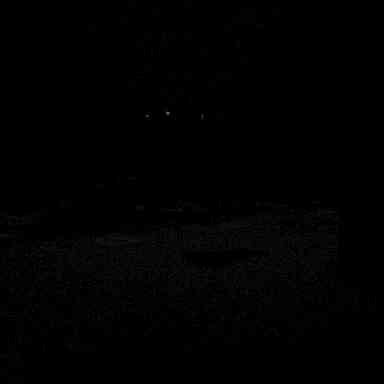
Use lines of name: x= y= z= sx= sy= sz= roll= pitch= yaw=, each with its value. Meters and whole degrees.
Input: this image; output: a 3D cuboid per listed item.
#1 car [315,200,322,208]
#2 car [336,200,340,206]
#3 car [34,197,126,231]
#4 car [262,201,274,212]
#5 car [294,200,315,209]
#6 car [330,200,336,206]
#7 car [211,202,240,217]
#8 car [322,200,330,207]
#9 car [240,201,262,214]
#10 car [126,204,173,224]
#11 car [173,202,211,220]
car: x=21.297 y=2.087 z=59.493 sx=1.752 sy=1.417 sz=4.829 roll=1 pitch=0 yaw=35
car: x=30.772 y=2.356 z=72.850 sx=1.947 sy=1.339 sz=4.313 roll=1 pitch=0 yaw=35
car: x=-6.734 y=1.193 z=19.976 sx=2.192 sy=1.841 sz=5.009 roll=1 pitch=0 yaw=35
car: x=8.892 y=1.812 z=42.006 sx=2.008 sy=1.369 sz=4.403 roll=1 pitch=0 yaw=35
car: x=18.269 y=2.039 z=55.225 sx=2.008 sy=1.369 sz=4.403 roll=1 pitch=0 yaw=35
car: x=27.646 y=2.296 z=68.444 sx=1.802 sy=1.307 sz=4.206 roll=1 pitch=0 yaw=35
car: x=2.640 y=1.674 z=33.193 sx=1.947 sy=1.339 sz=4.313 roll=1 pitch=0 yaw=35
car: x=24.521 y=2.205 z=64.038 sx=1.947 sy=1.339 sz=4.313 roll=1 pitch=0 yaw=35
car: x=5.765 y=1.751 z=37.599 sx=1.947 sy=1.339 sz=4.313 roll=1 pitch=0 yaw=35
car: x=-3.613 y=1.537 z=24.380 sx=1.802 sy=1.307 sz=4.206 roll=1 pitch=0 yaw=35
car: x=-0.584 y=1.555 z=28.648 sx=1.752 sy=1.417 sz=4.829 roll=1 pitch=0 yaw=35
